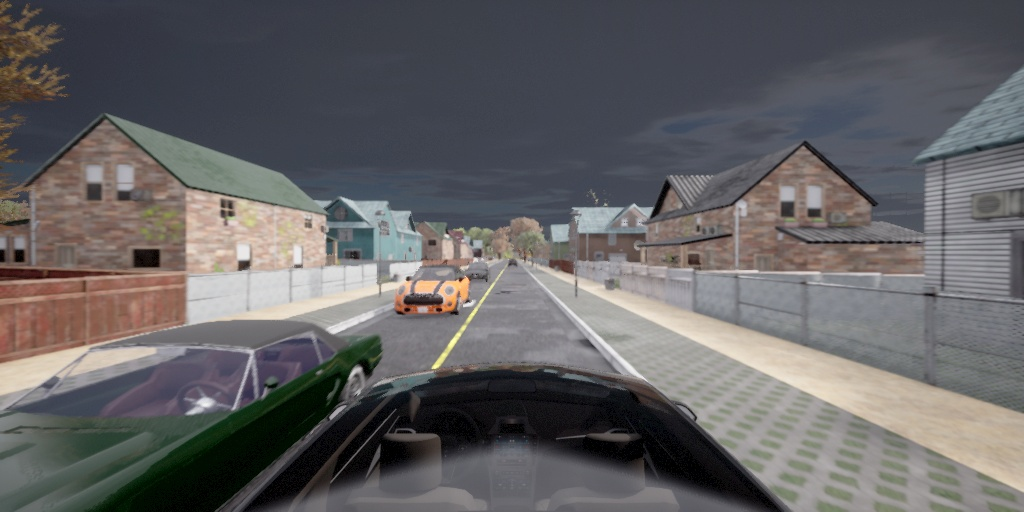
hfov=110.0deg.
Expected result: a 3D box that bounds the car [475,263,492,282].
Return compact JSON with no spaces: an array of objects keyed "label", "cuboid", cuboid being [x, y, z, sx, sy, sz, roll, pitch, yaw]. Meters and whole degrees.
[{"label":"car","cuboid":[-2.722,1.302,29.238,1.837,1.490,4.892,0,-1,1]}]

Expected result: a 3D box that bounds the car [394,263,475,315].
[{"label":"car","cuboid":[-2.823,1.121,13.623,2.097,1.767,4.553,0,0,0]}]

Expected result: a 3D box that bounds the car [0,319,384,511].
[{"label":"car","cuboid":[-2.851,1.351,3.127,1.895,1.301,4.718,0,0,0]}]
